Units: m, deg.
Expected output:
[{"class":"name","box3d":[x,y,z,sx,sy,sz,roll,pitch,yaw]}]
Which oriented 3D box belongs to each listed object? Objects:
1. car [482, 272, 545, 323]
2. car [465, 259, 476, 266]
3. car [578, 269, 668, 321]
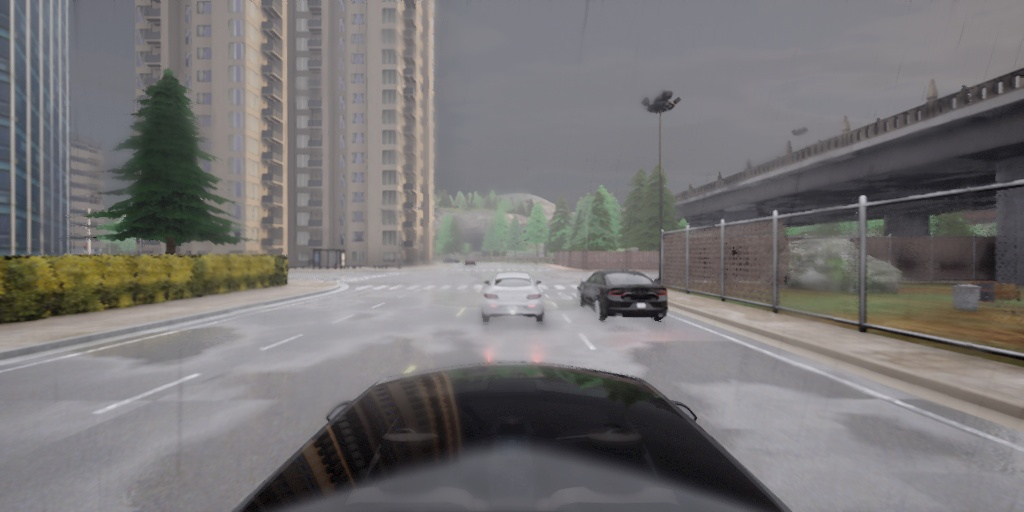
[{"class":"car","box3d":[0.034,1.241,11.861,1.812,1.442,4.674,0,0,0]},{"class":"car","box3d":[-7.436,1.139,64.688,1.895,1.301,4.718,0,0,-4]},{"class":"car","box3d":[3.535,1.190,12.261,1.882,1.535,5.008,0,0,0]}]
